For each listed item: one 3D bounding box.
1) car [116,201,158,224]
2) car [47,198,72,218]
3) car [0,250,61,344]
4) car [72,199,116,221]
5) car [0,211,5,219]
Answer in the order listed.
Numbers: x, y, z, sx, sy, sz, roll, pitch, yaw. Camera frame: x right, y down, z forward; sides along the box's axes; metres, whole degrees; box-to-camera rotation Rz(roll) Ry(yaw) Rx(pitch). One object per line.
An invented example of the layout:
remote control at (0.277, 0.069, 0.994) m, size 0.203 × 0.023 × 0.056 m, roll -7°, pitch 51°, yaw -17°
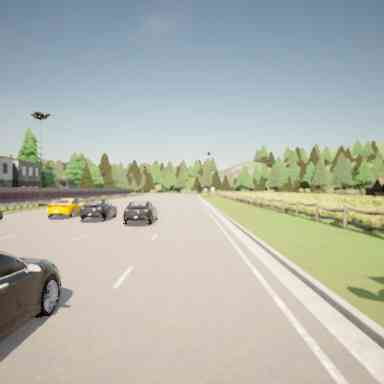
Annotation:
car at (-3.445, 1.328, 22.756) m, size 2.128 × 1.511 × 4.902 m, roll 0°, pitch 0°, yaw 0°
car at (-10.458, 1.287, 28.084) m, size 1.882 × 1.535 × 5.008 m, roll 0°, pitch 0°, yaw 0°
car at (-3.404, 1.477, 4.442) m, size 1.837 × 1.490 × 4.892 m, roll 0°, pitch 0°, yaw 0°
car at (-6.951, 1.317, 25.060) m, size 2.128 × 1.511 × 4.902 m, roll 0°, pitch 0°, yaw 0°
car at (-13.941, 1.419, 20.636) m, size 2.033 × 1.411 × 5.357 m, roll 0°, pitch 0°, yaw 0°
